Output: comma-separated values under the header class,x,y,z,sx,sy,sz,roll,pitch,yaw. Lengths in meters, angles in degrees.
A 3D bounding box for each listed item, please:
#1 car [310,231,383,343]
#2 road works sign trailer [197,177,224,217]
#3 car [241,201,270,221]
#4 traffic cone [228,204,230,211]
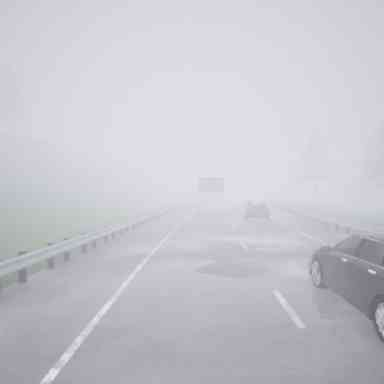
class,x,y,z,sx,sy,sz,roll,pitch,yaw
car,3.742,1.492,6.202,1.837,1.490,4.892,0,0,1
road works sign trailer,1.752,0.380,30.764,2.380,3.560,2.880,0,0,7
car,4.992,1.424,26.218,2.128,1.511,4.902,0,0,5
traffic cone,4.134,1.855,37.516,0.340,0.580,0.340,0,0,7
